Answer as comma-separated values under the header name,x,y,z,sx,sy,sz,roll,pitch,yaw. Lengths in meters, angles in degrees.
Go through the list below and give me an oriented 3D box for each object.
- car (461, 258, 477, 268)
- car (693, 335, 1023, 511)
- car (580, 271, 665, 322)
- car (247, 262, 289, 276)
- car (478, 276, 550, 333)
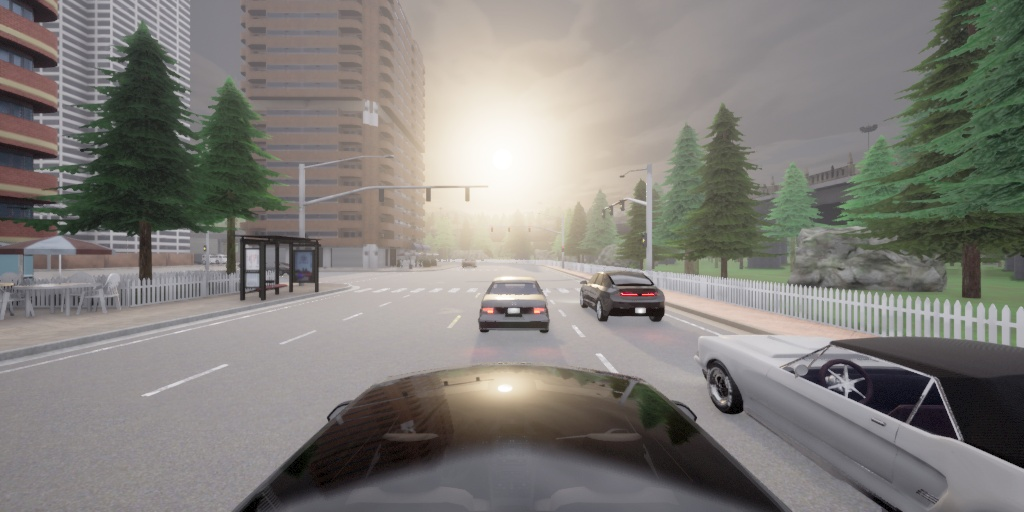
name,x,y,z,sx,sy,sz,roll,pitch,yaw
car,-7.118,1.102,59.590,2.097,1.767,4.553,0,0,0
car,3.514,1.351,3.048,1.895,1.301,4.718,0,0,1
car,3.571,1.255,12.311,1.837,1.490,4.892,0,0,1
car,-25.150,1.331,37.719,4.674,1.442,1.812,0,0,0
car,0.083,1.297,10.724,2.033,1.411,5.357,0,0,1
